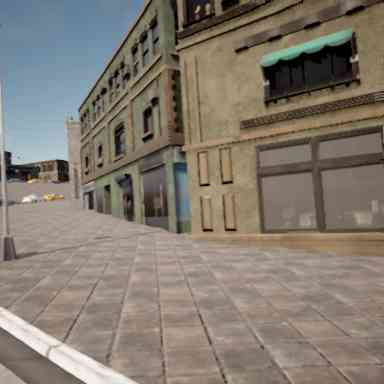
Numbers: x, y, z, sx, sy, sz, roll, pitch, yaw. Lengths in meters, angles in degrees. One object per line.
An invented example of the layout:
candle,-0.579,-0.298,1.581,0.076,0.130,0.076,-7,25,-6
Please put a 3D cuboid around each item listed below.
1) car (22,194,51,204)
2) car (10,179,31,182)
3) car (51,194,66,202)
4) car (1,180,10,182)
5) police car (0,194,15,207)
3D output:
car,-23.729,1.108,50.081,1.812,1.442,4.674,-4,1,3
car,-43.913,-2.635,83.444,2.002,1.452,4.674,-5,-3,32
car,-23.163,0.983,55.779,1.882,1.535,5.008,-4,0,9
car,-46.889,-2.686,78.761,2.231,1.521,4.892,-6,-3,33
police car,-23.422,1.118,40.649,1.930,1.638,5.238,-3,1,-7
